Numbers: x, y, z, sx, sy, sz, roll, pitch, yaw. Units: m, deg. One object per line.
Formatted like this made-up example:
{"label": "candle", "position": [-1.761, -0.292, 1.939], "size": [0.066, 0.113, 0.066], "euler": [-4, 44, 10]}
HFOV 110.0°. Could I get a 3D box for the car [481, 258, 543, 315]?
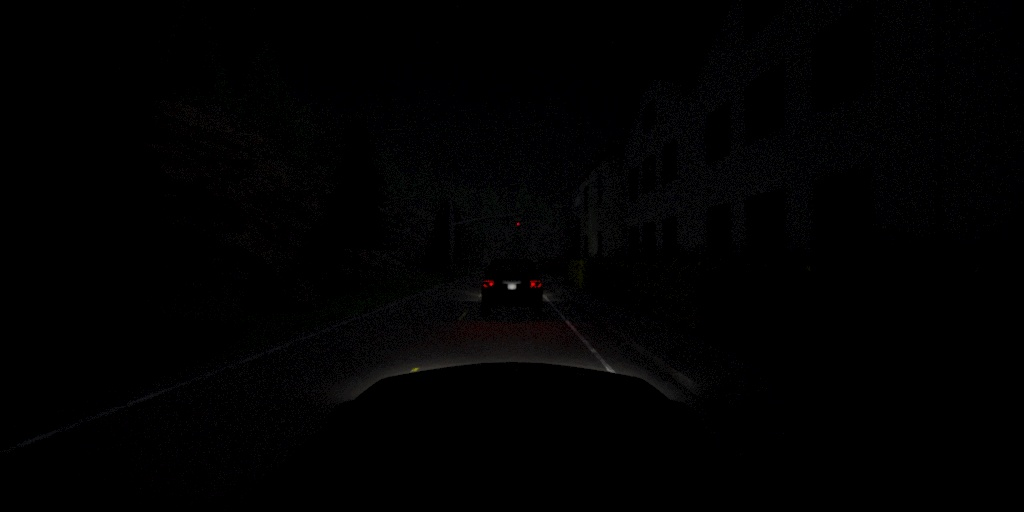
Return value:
{"label": "car", "position": [0.015, 1.112, 14.424], "size": [2.150, 2.045, 5.566], "euler": [0, 0, 0]}
